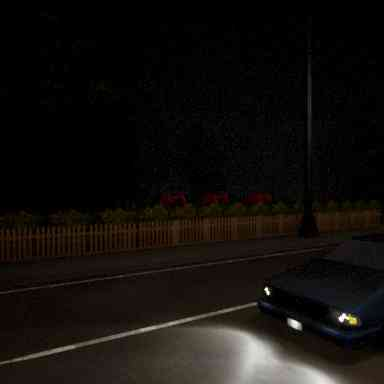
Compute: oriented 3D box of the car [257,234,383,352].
[{"bbox_3d":[3.766,1.546,6.268,5.357,1.411,2.033,0,0,-32],"label":"car"}]
